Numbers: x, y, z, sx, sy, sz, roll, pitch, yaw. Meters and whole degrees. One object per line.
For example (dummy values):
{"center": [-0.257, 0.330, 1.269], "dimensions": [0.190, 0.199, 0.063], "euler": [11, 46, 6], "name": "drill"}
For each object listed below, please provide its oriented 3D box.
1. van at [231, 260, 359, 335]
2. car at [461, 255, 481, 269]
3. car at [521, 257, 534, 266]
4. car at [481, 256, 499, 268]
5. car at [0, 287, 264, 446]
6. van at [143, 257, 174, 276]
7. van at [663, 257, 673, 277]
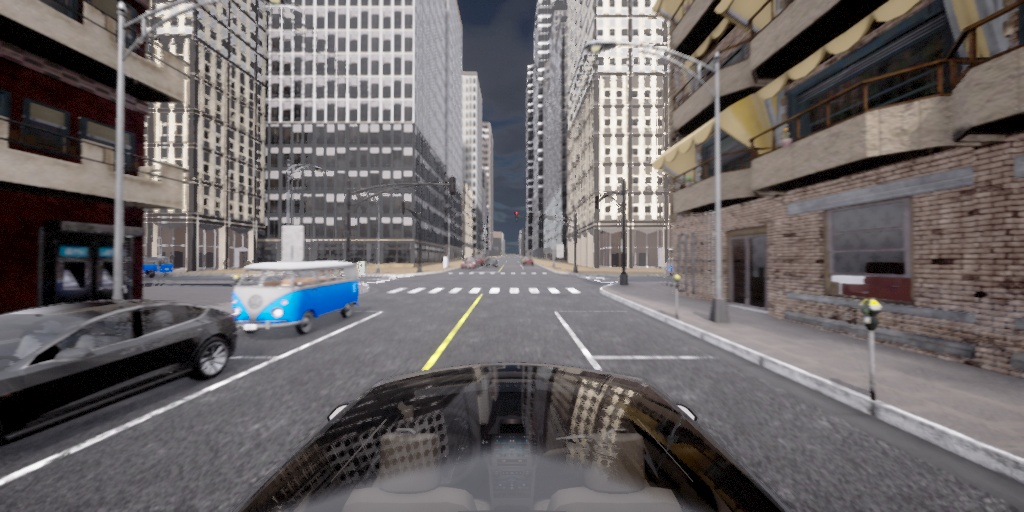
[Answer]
{"center": [-5.822, 1.040, 10.070], "dimensions": [1.690, 1.789, 3.998], "euler": [0, 0, 0], "name": "van"}
{"center": [-5.661, 0.902, 48.135], "dimensions": [1.967, 1.591, 4.097], "euler": [0, 0, 0], "name": "car"}
{"center": [2.727, 0.972, 59.342], "dimensions": [1.802, 1.307, 4.207], "euler": [0, 0, 0], "name": "car"}
{"center": [-2.969, 0.963, 51.777], "dimensions": [1.837, 1.490, 4.892], "euler": [0, 1, 0], "name": "car"}
{"center": [-5.656, 1.300, 4.529], "dimensions": [1.948, 1.339, 4.313], "euler": [0, 0, 0], "name": "car"}
{"center": [-33.419, 0.940, 32.754], "dimensions": [3.998, 1.789, 1.690], "euler": [0, 0, 0], "name": "van"}
{"center": [16.001, 1.006, 32.612], "dimensions": [3.998, 1.789, 1.690], "euler": [0, 0, 0], "name": "van"}
